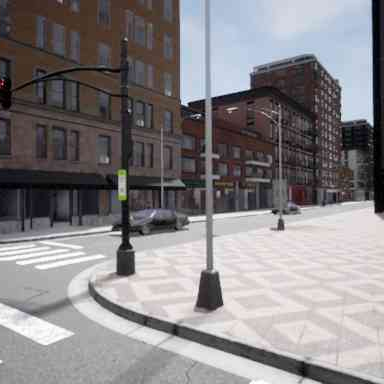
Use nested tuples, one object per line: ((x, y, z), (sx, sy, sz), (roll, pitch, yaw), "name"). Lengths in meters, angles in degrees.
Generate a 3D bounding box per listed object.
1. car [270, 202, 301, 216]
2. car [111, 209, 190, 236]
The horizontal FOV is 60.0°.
((10.849, 1.892, 38.199), (2.033, 1.411, 5.357), (-1, -1, 36), "car")
((-2.270, 1.708, 19.986), (2.033, 1.411, 5.357), (-1, -1, 36), "car")
